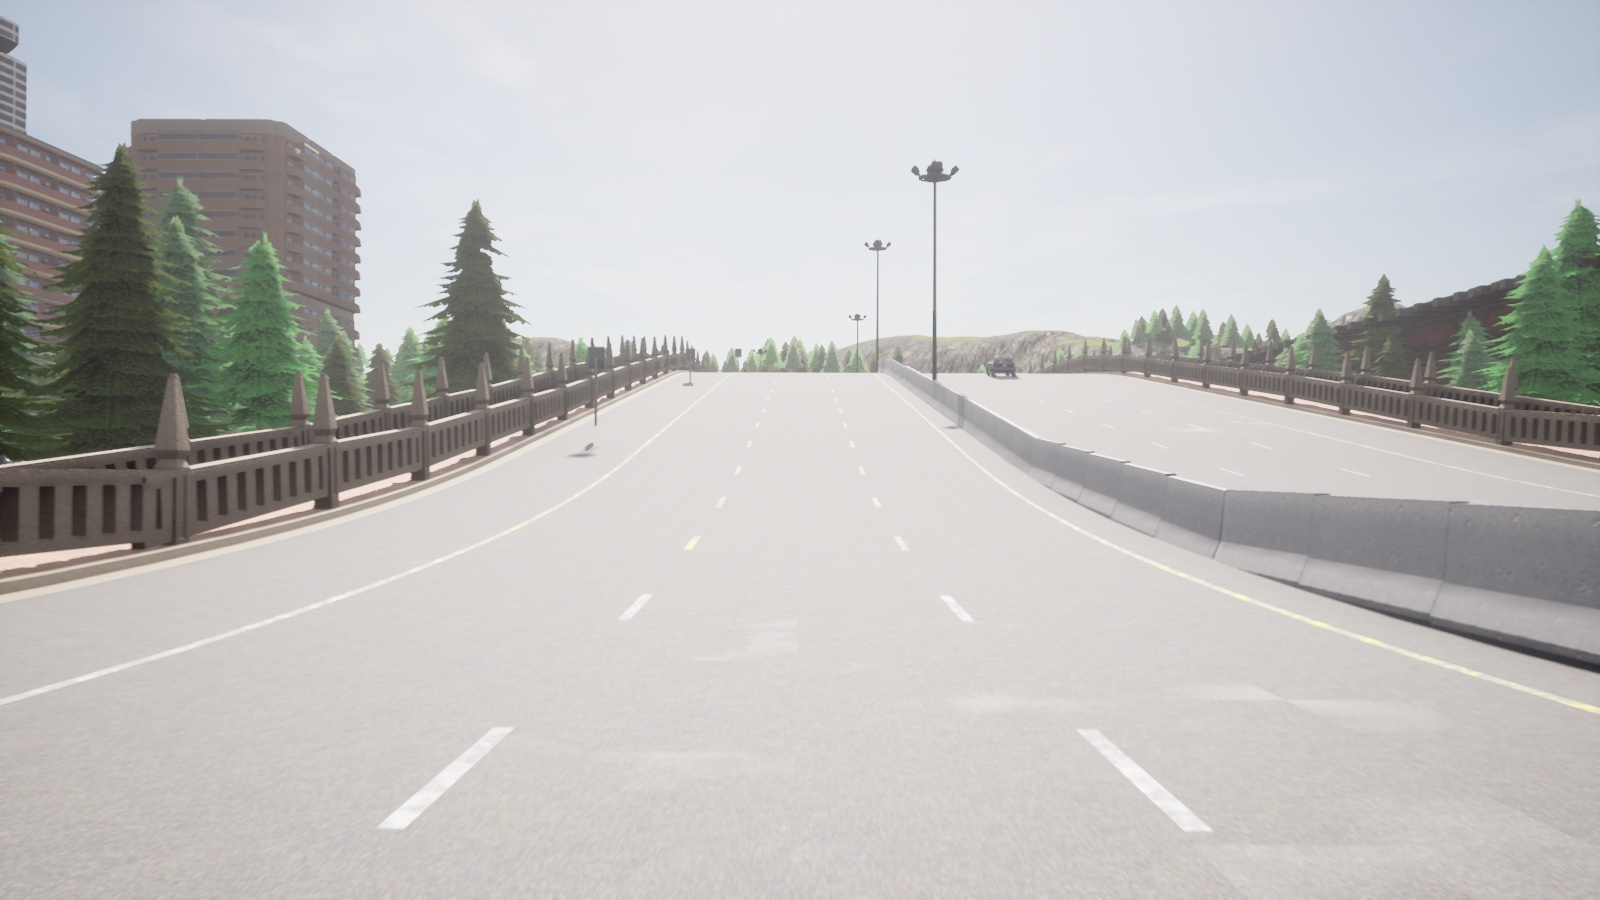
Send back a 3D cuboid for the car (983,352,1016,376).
[{"bbox_3d":[14.153,-6.104,89.200,1.789,1.549,3.705,0,6,0],"label":"car"}]
